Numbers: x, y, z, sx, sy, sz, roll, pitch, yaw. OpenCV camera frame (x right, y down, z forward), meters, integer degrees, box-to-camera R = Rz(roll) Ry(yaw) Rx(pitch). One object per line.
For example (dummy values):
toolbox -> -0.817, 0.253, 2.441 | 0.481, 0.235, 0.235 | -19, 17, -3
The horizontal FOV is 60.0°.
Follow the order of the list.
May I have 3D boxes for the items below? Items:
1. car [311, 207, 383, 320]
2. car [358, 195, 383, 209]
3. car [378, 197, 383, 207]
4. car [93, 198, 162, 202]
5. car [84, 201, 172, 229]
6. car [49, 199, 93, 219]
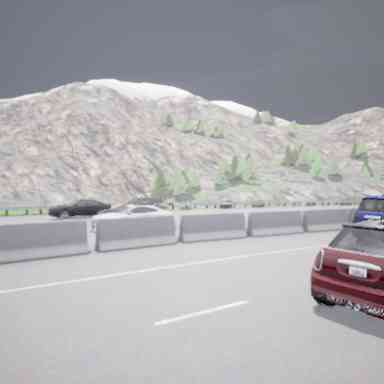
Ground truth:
car -> 4.500, 1.314, 6.583 | 4.553, 1.767, 2.097 | 0, 0, -33
car -> 8.839, 1.146, 13.297 | 5.566, 2.045, 2.150 | 0, 0, -30
car -> 27.900, 1.347, 45.108 | 4.718, 1.301, 1.895 | 0, 0, -19
car -> -3.804, 1.389, 22.265 | 4.892, 1.490, 1.837 | 0, 0, -32
car -> -3.234, 1.429, 18.511 | 4.674, 1.442, 1.812 | 0, 0, -32
car -> -9.026, 1.338, 27.240 | 5.008, 1.535, 1.882 | 0, 0, -32
